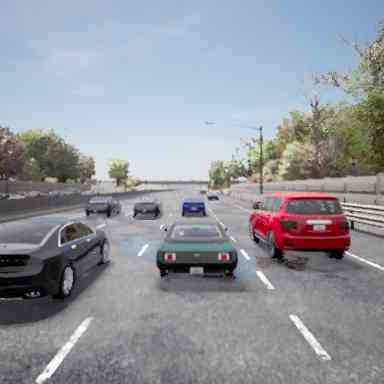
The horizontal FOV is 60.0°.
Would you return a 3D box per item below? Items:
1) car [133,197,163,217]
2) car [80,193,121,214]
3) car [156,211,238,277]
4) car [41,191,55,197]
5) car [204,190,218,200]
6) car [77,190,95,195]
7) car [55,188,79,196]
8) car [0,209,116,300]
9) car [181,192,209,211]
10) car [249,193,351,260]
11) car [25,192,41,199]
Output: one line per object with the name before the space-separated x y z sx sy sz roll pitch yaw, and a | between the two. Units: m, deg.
car | -3.369 1.107 26.083 2.128 1.511 4.902 0 1 0
car | -6.870 1.107 26.090 2.128 1.511 4.902 0 1 0
car | 0.114 1.455 9.726 1.895 1.301 4.718 0 1 0
car | -24.452 0.613 59.595 1.882 1.535 5.008 0 1 1
car | 3.564 0.753 58.498 1.895 1.301 4.718 0 1 0
car | -17.462 0.716 57.337 2.033 1.411 5.357 0 1 1
car | -20.964 0.393 57.237 2.150 2.045 5.566 0 1 1
car | -3.392 1.384 8.056 1.837 1.490 4.892 0 1 0
car | 0.134 1.069 27.741 1.882 1.535 5.008 0 1 0
car | 3.514 1.039 11.852 2.150 2.045 5.566 0 1 0
car | -27.947 0.661 59.539 1.812 1.442 4.674 0 1 1
